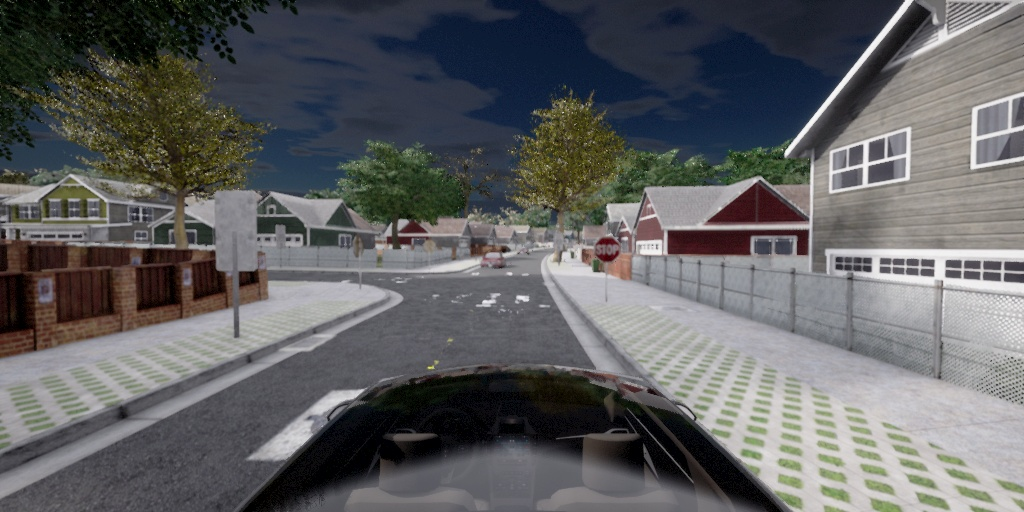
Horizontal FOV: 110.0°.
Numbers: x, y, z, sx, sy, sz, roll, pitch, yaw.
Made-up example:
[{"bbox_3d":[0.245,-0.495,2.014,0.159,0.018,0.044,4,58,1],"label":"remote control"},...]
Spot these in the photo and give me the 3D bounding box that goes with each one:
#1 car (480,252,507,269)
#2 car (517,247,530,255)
[{"bbox_3d":[-1.597,0.384,31.664,1.812,1.442,4.674,0,3,4],"label":"car"},{"bbox_3d":[2.063,-0.964,63.993,1.812,1.442,4.674,0,2,9],"label":"car"}]
